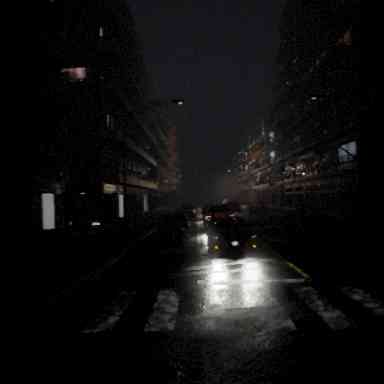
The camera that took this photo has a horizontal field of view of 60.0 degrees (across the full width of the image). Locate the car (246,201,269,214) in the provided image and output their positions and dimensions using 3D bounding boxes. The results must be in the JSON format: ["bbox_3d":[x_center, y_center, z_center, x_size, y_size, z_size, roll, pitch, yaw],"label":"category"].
[{"bbox_3d":[8.015,1.892,39.707,1.752,1.417,4.829,-2,-1,1],"label":"car"}]

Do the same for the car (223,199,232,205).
[{"bbox_3d":[9.010,2.527,85.152,1.752,1.417,4.829,-2,-1,1],"label":"car"}]

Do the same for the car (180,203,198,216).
[{"bbox_3d":[-0.486,2.100,34.033,2.008,1.369,4.403,-2,-1,1],"label":"car"}]

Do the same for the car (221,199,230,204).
[{"bbox_3d":[9.131,2.624,90.662,1.887,1.381,4.507,-2,-1,1],"label":"car"}]

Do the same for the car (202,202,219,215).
[{"bbox_3d":[2.355,2.145,43.480,2.033,1.411,5.357,-2,-1,2],"label":"car"}]

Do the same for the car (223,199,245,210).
[{"bbox_3d":[5.474,2.018,44.382,1.837,1.490,4.892,-2,-1,2],"label":"car"}]

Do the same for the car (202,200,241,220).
[{"bbox_3d":[1.855,1.670,23.048,2.097,1.767,4.553,-2,-1,1],"label":"car"}]

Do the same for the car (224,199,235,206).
[{"bbox_3d":[8.883,2.470,79.301,2.008,1.369,4.403,-2,-1,1],"label":"car"}]

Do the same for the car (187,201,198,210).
[{"bbox_3d":[0.135,2.509,62.436,1.947,1.339,4.313,-2,-1,1],"label":"car"}]

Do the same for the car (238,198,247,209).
[{"bbox_3d":[8.264,2.049,51.068,1.752,1.417,4.829,-2,-1,1],"label":"car"}]

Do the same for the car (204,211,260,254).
[{"bbox_3d":[1.673,1.763,14.418,1.994,1.385,4.181,-2,-1,2],"label":"car"}]

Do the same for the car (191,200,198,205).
[{"bbox_3d":[0.758,2.909,90.839,1.947,1.339,4.313,-2,-1,1],"label":"car"}]

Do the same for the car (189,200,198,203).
[{"bbox_3d":[-0.364,2.068,39.715,1.967,1.590,4.097,-2,-1,1],"label":"car"}]

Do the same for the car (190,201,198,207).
[{"bbox_3d":[0.509,2.765,79.478,1.802,1.307,4.206,-2,-1,1],"label":"car"}]

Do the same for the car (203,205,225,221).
[{"bbox_3d":[2.083,2.017,32.924,1.994,1.385,4.181,-2,-1,1],"label":"car"}]

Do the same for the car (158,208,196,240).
[{"bbox_3d":[-0.937,1.896,19.330,1.887,1.381,4.507,-2,-1,1],"label":"car"}]

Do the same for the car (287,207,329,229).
[{"bbox_3d":[7.743,1.671,22.496,1.887,1.381,4.507,-2,-1,1],"label":"car"}]
